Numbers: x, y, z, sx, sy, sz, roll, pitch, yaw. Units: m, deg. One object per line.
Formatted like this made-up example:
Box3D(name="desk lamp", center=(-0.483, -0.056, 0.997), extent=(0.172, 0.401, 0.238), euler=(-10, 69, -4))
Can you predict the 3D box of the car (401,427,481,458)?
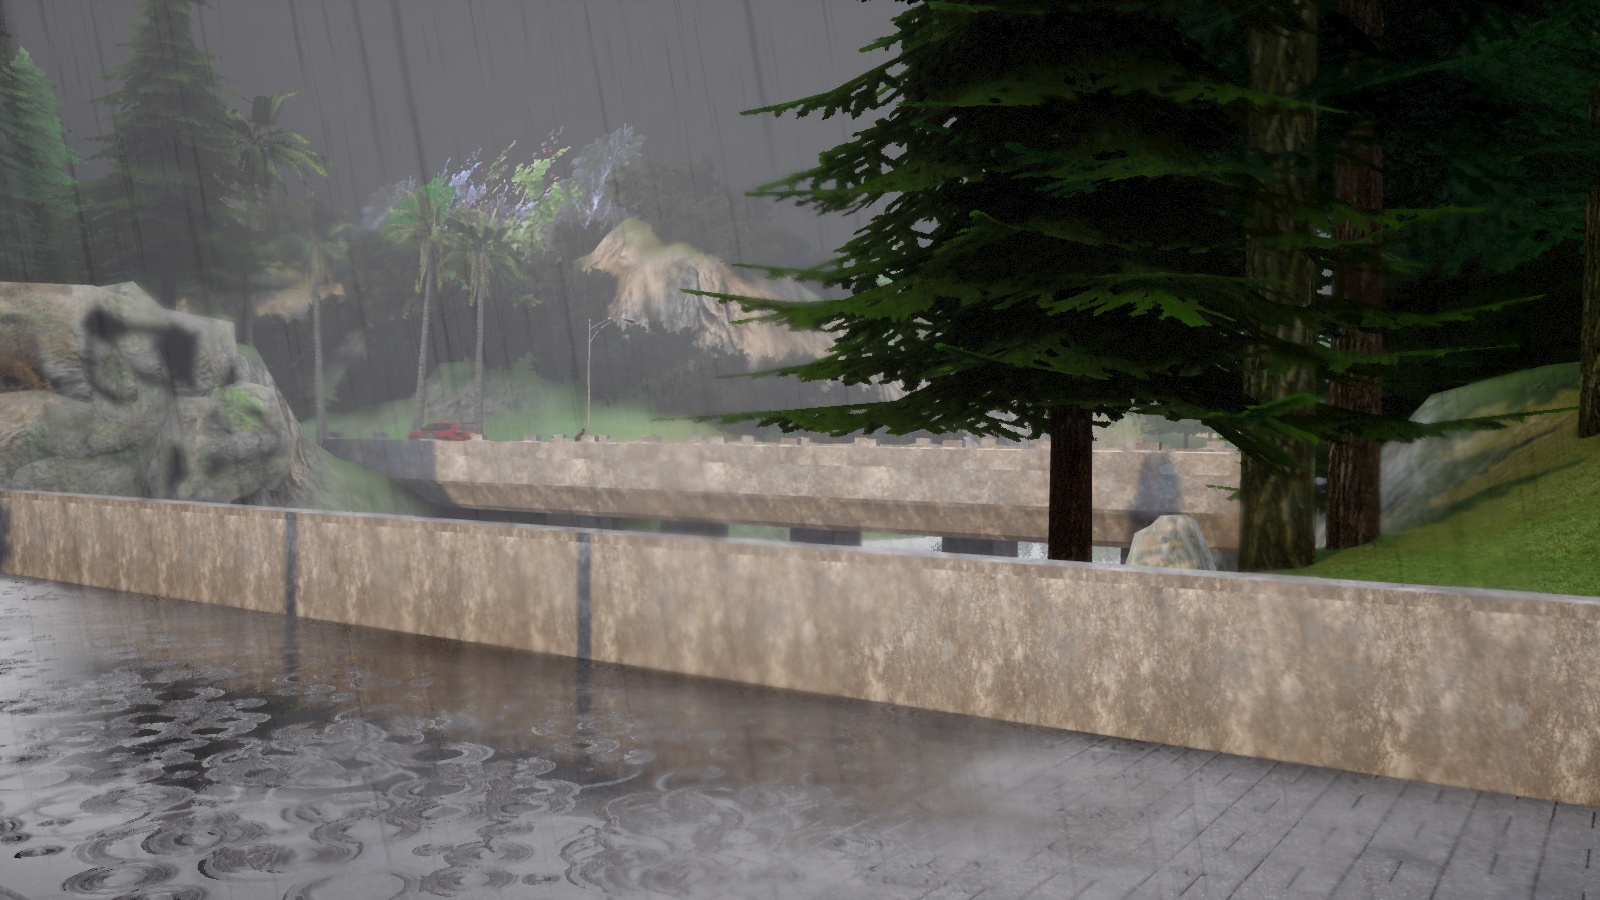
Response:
Box3D(name="car", center=(-24.354, -0.491, 85.119), extent=(5.566, 2.045, 2.150), euler=(0, 1, 34))
